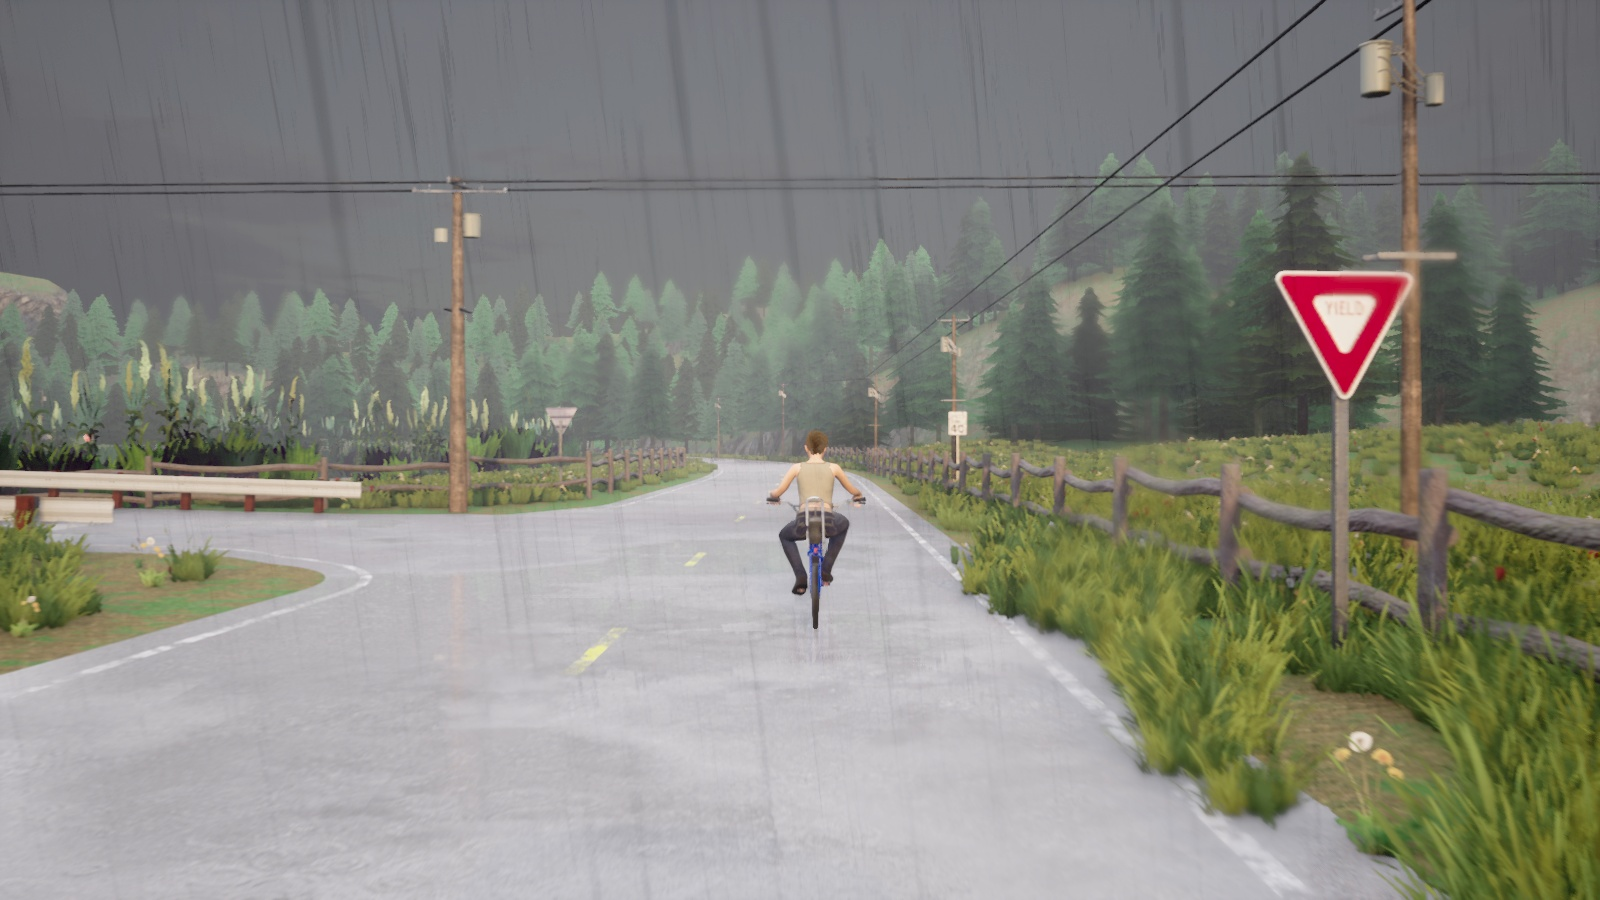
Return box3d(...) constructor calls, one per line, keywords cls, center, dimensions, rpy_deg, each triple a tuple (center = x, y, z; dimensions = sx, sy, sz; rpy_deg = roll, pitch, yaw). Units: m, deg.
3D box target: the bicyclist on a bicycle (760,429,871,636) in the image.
box3d(cls="bicyclist on a bicycle", center=(0.135, 0.641, 10.581), dimensions=(0.866, 1.612, 1.509), rpy_deg=(0, 0, 1))
